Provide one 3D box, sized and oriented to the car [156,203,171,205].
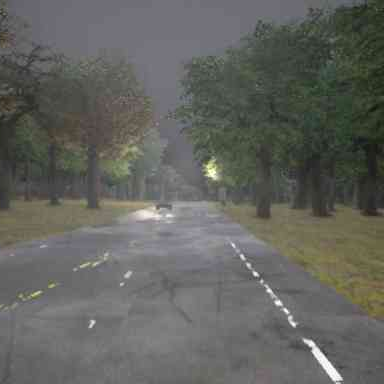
[{"bbox_3d":[-3.365,1.531,40.749,1.895,1.301,4.718,0,0,0],"label":"car"}]
